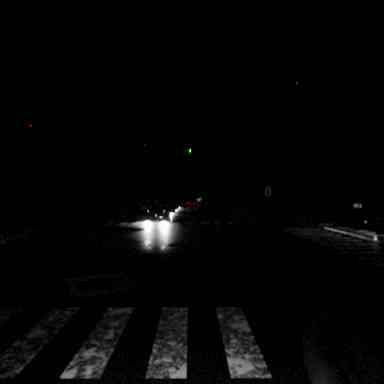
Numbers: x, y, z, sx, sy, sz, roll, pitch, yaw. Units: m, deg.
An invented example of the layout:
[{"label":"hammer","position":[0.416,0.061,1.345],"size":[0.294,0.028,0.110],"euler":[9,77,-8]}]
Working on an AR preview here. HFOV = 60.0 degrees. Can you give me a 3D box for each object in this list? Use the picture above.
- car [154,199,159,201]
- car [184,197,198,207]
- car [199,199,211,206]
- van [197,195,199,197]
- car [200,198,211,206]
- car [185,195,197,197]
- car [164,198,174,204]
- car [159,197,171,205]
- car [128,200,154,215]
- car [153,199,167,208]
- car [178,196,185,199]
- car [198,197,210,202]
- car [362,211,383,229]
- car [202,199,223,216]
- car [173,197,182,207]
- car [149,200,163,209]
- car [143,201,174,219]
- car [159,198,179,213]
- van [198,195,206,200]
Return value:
[{"label":"car","position":[-5.629,1.702,41.393],"size":[1.967,1.590,4.097],"euler":[0,0,0]},{"label":"car","position":[-0.096,1.996,59.935],"size":[1.895,1.301,4.718],"euler":[0,-1,0]},{"label":"car","position":[2.451,1.973,63.414],"size":[2.008,1.369,4.403],"euler":[0,0,0]},{"label":"van","position":[2.465,1.807,68.926],"size":[1.690,1.788,3.998],"euler":[0,0,0]},{"label":"car","position":[2.409,1.882,46.883],"size":[1.802,1.307,4.206],"euler":[0,0,0]},{"label":"car","position":[-0.160,2.028,73.645],"size":[2.128,1.511,4.902],"euler":[0,0,0]},{"label":"car","position":[-5.532,2.104,79.966],"size":[2.008,1.369,4.403],"euler":[0,0,0]},{"label":"car","position":[-5.560,1.906,68.946],"size":[1.967,1.590,4.097],"euler":[0,0,0]},{"label":"car","position":[-5.643,1.665,35.882],"size":[1.967,1.590,4.097],"euler":[0,0,0]},{"label":"car","position":[-5.588,1.931,57.924],"size":[2.008,1.369,4.403],"euler":[0,0,0]},{"label":"car","position":[-2.993,1.901,61.780],"size":[2.128,1.511,4.902],"euler":[0,0,1]},{"label":"car","position":[2.423,1.906,52.393],"size":[1.947,1.339,4.313],"euler":[0,0,0]},{"label":"car","position":[13.047,1.563,20.367],"size":[4.892,1.490,1.837],"euler":[0,0,0]},{"label":"car","position":[2.382,1.790,35.861],"size":[1.947,1.339,4.313],"euler":[0,0,0]},{"label":"car","position":[-3.061,1.899,51.700],"size":[1.994,1.385,4.181],"euler":[0,0,0]},{"label":"car","position":[-5.602,1.922,52.413],"size":[1.802,1.307,4.206],"euler":[0,0,0]},{"label":"car","position":[-3.135,1.798,31.760],"size":[1.895,1.301,4.718],"euler":[0,0,1]},{"label":"car","position":[-3.087,1.828,41.716],"size":[1.994,1.385,4.181],"euler":[0,0,1]},{"label":"van","position":[2.437,1.722,57.905],"size":[1.690,1.788,3.998],"euler":[0,0,0]}]
